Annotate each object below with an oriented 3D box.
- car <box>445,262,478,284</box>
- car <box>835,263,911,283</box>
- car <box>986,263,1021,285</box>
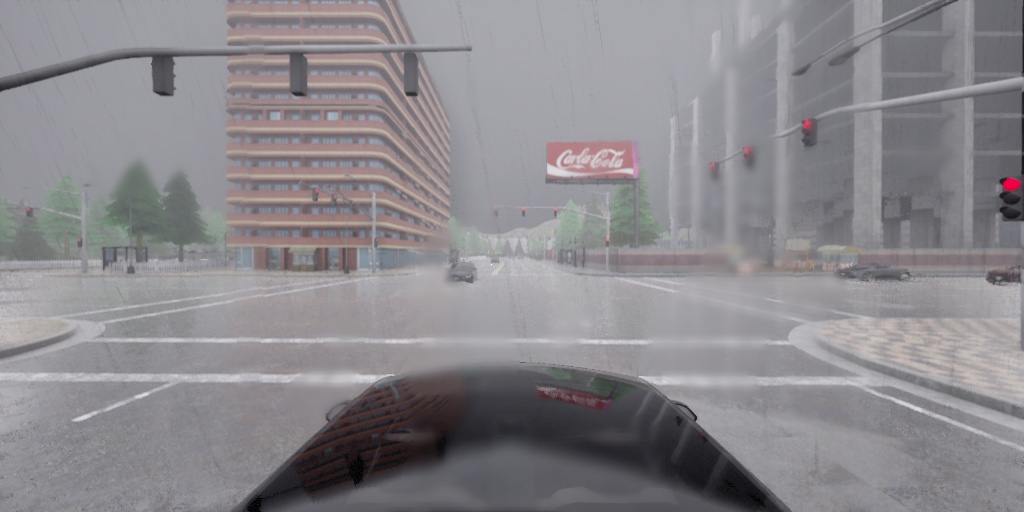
[{"bbox_3d":[-3.502,1.190,25.581,1.837,1.490,4.892,0,2,0],"label":"car"},{"bbox_3d":[26.194,1.178,26.120,4.181,1.385,1.994,0,0,0],"label":"car"},{"bbox_3d":[33.132,1.111,22.579,5.008,1.535,1.882,0,0,0],"label":"car"}]
